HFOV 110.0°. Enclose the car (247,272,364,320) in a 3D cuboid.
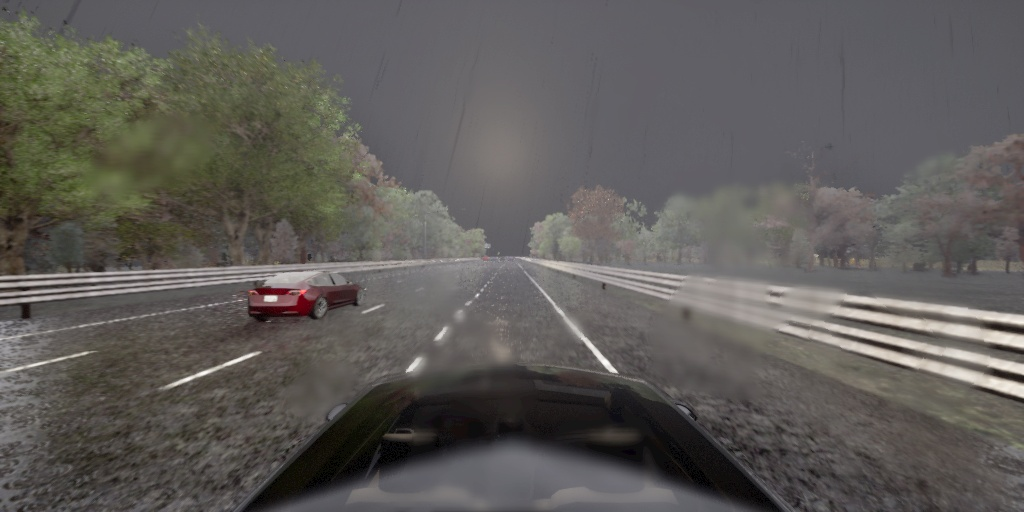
[{"bbox_3d":[-6.926,1.271,12.603,2.163,1.488,4.792,0,0,0],"label":"car"}]
